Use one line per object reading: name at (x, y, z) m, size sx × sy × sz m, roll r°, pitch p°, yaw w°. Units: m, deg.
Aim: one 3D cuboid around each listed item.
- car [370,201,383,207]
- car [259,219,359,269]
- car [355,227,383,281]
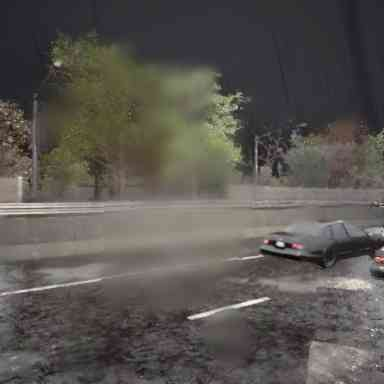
car at (32.610, 2.213, 57.248) m, size 4.718 × 1.301 × 1.895 m, roll 1°, pitch 0°, yaw -35°
car at (4.723, 1.647, 11.503) m, size 5.357 × 1.411 × 2.033 m, roll 1°, pitch 0°, yaw -35°
car at (6.733, 1.647, 8.639) m, size 5.357 × 1.411 × 2.033 m, roll 1°, pitch 0°, yaw -35°
